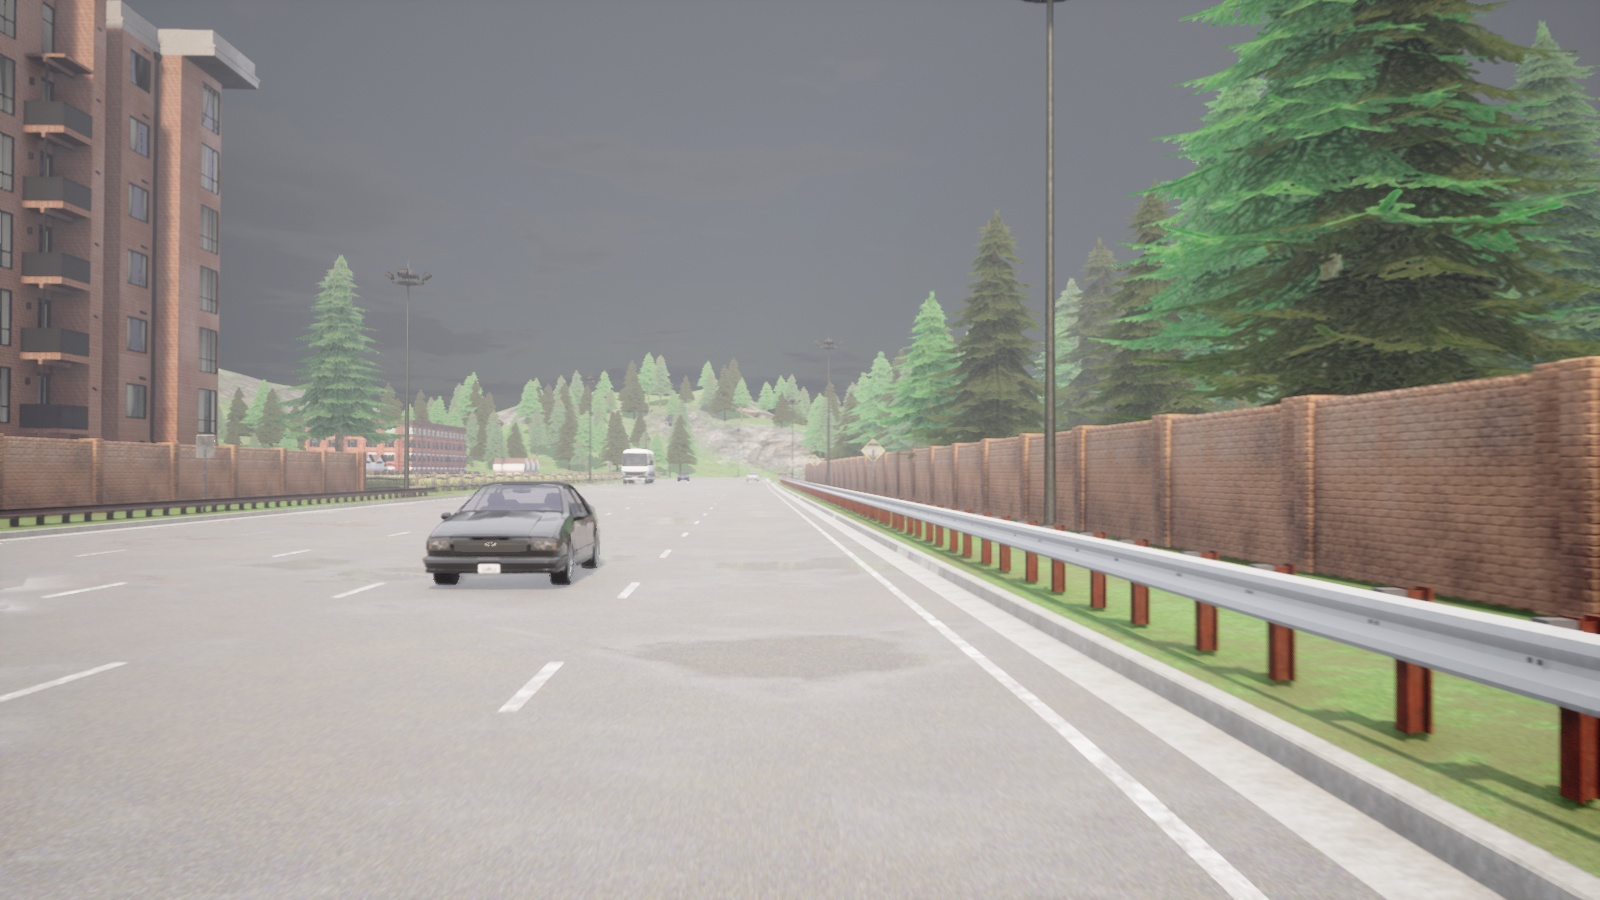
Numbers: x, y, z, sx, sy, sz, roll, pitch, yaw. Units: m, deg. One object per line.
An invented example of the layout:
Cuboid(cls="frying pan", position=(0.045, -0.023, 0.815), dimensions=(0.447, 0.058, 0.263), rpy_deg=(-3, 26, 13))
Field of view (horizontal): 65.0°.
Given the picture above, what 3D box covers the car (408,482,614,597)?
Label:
Cuboid(cls="car", position=(-4.077, 1.210, 18.680), dimensions=(2.033, 1.411, 5.357), rpy_deg=(0, -1, -2))
